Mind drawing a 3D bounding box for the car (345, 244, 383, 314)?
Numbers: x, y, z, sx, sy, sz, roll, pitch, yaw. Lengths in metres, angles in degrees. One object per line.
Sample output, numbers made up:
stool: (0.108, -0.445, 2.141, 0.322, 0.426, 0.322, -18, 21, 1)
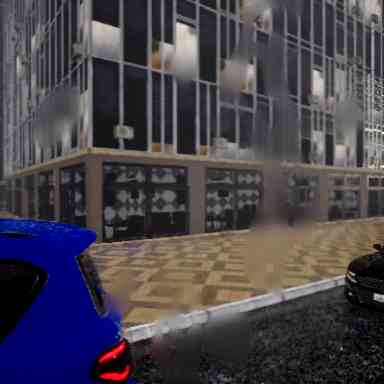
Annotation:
car: (5.262, 1.570, 7.128, 5.008, 1.535, 1.882, 1, 0, -35)

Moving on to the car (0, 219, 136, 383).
car: (-2.916, 1.203, 1.298, 5.566, 2.045, 2.150, 1, 0, -38)
